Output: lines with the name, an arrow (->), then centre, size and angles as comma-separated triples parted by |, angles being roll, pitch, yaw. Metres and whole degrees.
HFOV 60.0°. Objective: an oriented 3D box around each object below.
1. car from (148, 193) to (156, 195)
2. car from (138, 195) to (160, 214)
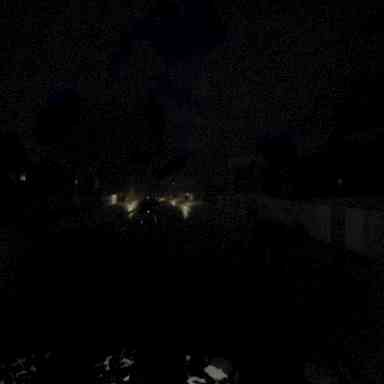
car -> -6.827, 0.976, 57.193 | 2.097, 1.767, 4.553 | 0, 0, -8
car -> -4.036, 1.322, 31.782 | 2.033, 1.411, 5.357 | 0, 0, -4
